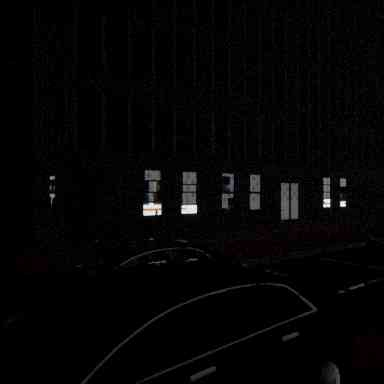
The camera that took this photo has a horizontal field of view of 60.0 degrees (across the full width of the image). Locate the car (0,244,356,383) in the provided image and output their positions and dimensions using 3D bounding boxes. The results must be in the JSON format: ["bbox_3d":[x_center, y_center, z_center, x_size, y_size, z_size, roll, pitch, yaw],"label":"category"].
[{"bbox_3d":[-0.379,1.505,3.106,4.892,1.490,1.837,0,0,-35],"label":"car"}]

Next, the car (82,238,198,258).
[{"bbox_3d":[-1.030,1.551,5.825,4.403,1.369,2.008,0,0,-36],"label":"car"}]

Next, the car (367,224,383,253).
[{"bbox_3d":[8.237,1.582,12.437,4.206,1.307,1.802,0,0,-36],"label":"car"}]
